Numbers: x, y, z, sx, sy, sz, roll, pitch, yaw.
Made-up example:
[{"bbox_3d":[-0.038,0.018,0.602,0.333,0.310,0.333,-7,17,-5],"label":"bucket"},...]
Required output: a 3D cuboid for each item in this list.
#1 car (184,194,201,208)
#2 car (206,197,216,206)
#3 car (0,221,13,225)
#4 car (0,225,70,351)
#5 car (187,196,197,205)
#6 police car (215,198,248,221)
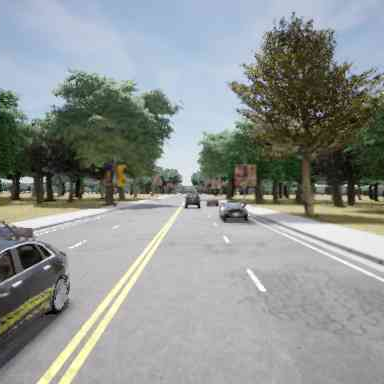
[{"bbox_3d":[0.102,1.223,46.911,2.150,2.045,5.566,0,0,0],"label":"car"},{"bbox_3d":[3.255,1.517,52.635,1.812,1.442,4.674,0,0,0],"label":"car"},{"bbox_3d":[-6.549,1.549,9.684,2.033,1.411,5.357,0,0,0],"label":"car"},{"bbox_3d":[-3.330,1.506,4.747,1.837,1.490,4.892,0,0,0],"label":"car"},{"bbox_3d":[0.003,1.477,61.586,1.837,1.490,4.892,0,0,0],"label":"car"},{"bbox_3d":[3.312,1.506,27.225,2.038,1.542,4.974,0,0,1],"label":"police car"}]
